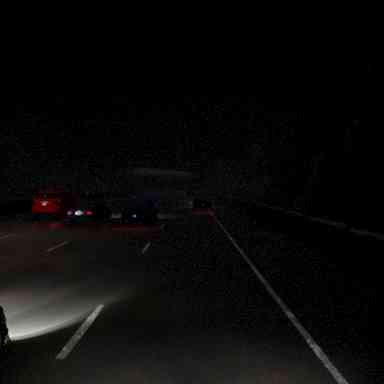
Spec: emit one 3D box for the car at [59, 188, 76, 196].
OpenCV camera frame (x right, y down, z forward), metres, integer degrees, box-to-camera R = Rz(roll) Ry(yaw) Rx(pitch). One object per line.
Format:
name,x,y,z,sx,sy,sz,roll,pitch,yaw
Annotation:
car,-27.992,-0.056,74.897,1.882,1.535,5.008,0,1,0

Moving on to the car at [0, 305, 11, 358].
car,-3.399,1.540,2.707,1.994,1.385,4.181,0,0,0

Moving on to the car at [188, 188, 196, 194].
car,0.010,-0.225,81.786,1.837,1.490,4.892,0,1,0

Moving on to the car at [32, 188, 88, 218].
car,-10.385,0.900,26.120,2.150,2.045,5.566,0,1,0

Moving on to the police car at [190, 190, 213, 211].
police car,1.054,0.959,34.013,1.930,1.638,5.238,0,1,0

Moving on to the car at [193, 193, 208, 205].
car,1.055,0.845,43.912,1.812,1.442,4.674,0,1,0

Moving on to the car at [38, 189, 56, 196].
car,-31.493,0.105,72.401,1.994,1.385,4.181,0,1,0

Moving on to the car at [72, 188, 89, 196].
car,-24.493,-0.044,73.026,2.128,1.511,4.902,0,1,0

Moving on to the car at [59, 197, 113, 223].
car,-6.897,1.281,22.837,2.033,1.411,5.357,0,1,0

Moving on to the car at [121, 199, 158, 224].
car,-3.398,1.220,22.206,1.882,1.535,5.008,0,1,0

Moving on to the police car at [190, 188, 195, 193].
police car,1.055,0.599,50.025,1.930,1.638,5.238,0,1,0

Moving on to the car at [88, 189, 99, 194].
car,-20.993,0.164,70.186,1.837,1.490,4.892,0,1,0

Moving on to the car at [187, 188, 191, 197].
car,0.009,0.125,66.709,2.097,1.767,4.553,0,1,0
